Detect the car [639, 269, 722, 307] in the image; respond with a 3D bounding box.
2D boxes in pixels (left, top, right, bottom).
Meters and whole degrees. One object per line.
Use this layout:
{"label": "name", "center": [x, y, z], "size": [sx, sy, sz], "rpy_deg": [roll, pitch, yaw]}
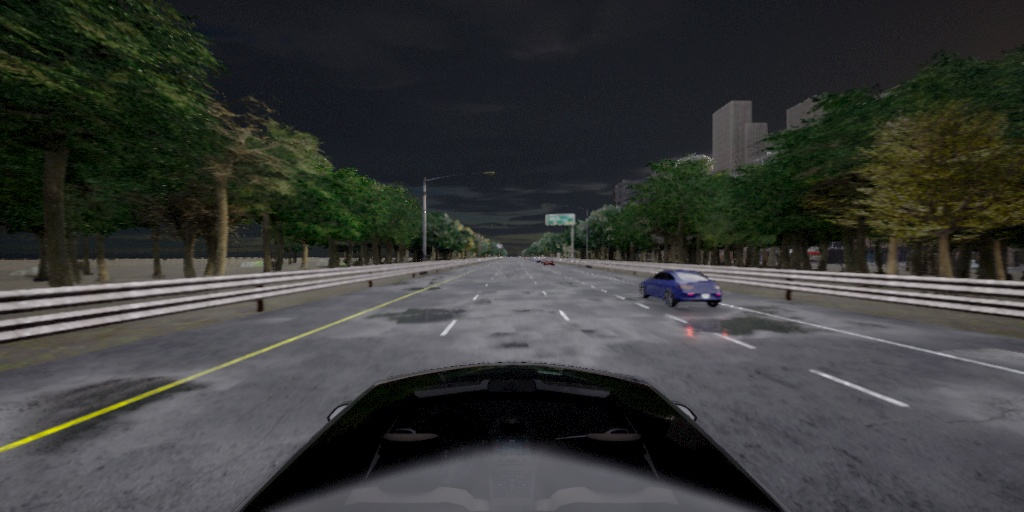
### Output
{"label": "car", "center": [6.999, 1.283, 15.258], "size": [1.812, 1.442, 4.674], "rpy_deg": [0, 0, 0]}
